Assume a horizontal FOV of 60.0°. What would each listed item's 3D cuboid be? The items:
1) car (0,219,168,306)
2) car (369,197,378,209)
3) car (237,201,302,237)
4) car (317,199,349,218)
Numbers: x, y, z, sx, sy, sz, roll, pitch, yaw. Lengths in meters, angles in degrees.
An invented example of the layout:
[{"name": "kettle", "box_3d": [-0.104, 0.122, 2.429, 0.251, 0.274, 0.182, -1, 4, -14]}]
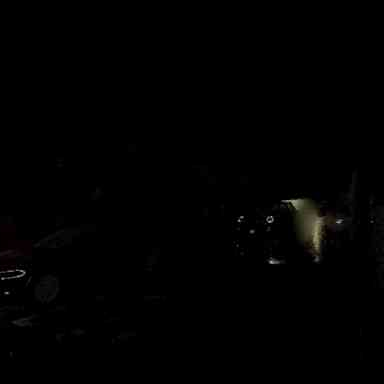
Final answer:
[{"name": "car", "box_3d": [-2.710, 1.530, 8.521, 1.882, 1.535, 5.008, -3, -1, 36]}, {"name": "car", "box_3d": [21.823, 1.341, 41.423, 1.812, 1.442, 4.674, -3, -1, 37]}, {"name": "car", "box_3d": [4.209, 1.327, 17.858, 2.097, 1.767, 4.553, -3, -1, 36]}, {"name": "car", "box_3d": [12.294, 1.366, 28.744, 1.882, 1.535, 5.008, -3, -1, 37]}]
